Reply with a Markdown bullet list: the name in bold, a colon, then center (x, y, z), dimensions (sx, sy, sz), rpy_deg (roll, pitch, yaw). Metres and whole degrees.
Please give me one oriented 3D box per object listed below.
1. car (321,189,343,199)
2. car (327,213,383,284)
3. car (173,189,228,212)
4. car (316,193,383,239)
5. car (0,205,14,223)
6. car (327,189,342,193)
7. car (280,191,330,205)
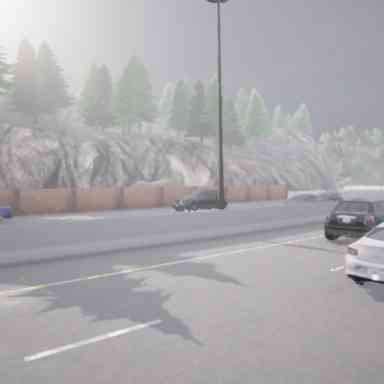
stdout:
- **car**: center (23.831, 0.279, 56.511), dimensions (1.882, 1.535, 5.008), rpy_deg (0, 1, 42)
- **car**: center (5.352, 1.323, 7.725), dimensions (4.674, 1.442, 1.812), rpy_deg (-2, 1, -37)
- **car**: center (0.876, 0.798, 30.850), dimensions (5.566, 2.045, 2.150), rpy_deg (-1, 1, -37)
- **car**: center (7.451, 1.030, 13.643), dimensions (4.553, 1.767, 2.097), rpy_deg (-2, 1, -37)
- **car**: center (-15.282, 1.464, 23.205), dimensions (5.008, 1.535, 1.882), rpy_deg (-1, 1, -36)
- **car**: center (15.524, 0.741, 38.393), dimensions (5.357, 1.411, 2.033), rpy_deg (-2, 1, -42)
- **car**: center (9.551, 0.943, 28.753), dimensions (4.892, 1.490, 1.837), rpy_deg (-1, 1, -39)
